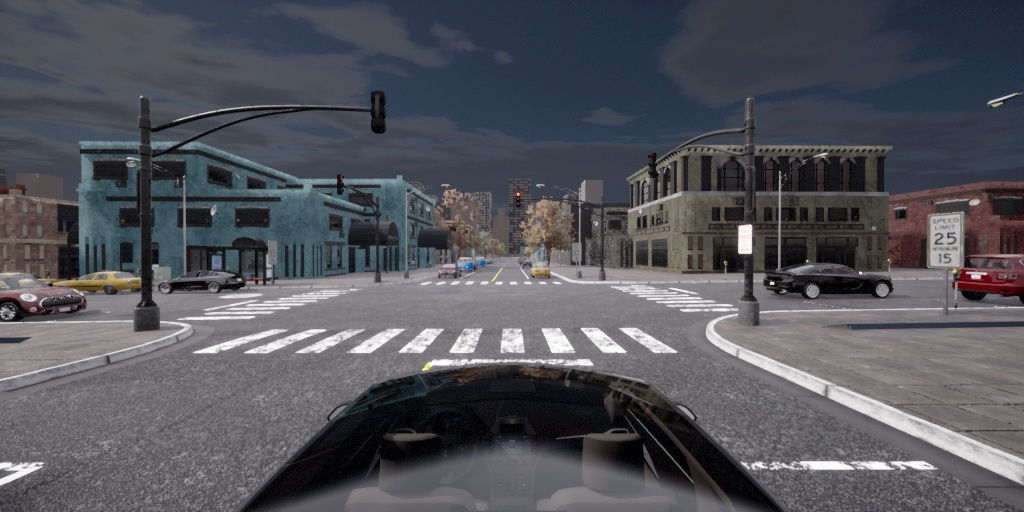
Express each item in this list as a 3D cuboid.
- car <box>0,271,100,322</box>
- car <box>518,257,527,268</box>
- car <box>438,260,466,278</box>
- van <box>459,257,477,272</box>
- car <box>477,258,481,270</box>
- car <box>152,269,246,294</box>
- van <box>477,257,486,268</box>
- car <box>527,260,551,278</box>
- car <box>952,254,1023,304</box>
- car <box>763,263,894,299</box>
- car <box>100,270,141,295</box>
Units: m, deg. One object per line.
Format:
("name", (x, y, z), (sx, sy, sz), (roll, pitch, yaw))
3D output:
("car", (-18.092, 1.423, 12.884), (4.097, 1.591, 1.967), (0, 0, -1))
("car", (2.573, 1.288, 61.191), (2.007, 1.370, 4.403), (0, 0, 0))
("car", (-5.751, 1.326, 33.442), (1.802, 1.307, 4.207), (0, 0, 0))
("van", (-5.773, 1.082, 44.534), (1.690, 1.789, 3.998), (0, 0, 0))
("car", (-5.785, 1.285, 50.081), (1.888, 1.381, 4.507), (0, 0, 0))
("car", (-18.228, 1.474, 21.230), (4.313, 1.339, 1.948), (0, 0, -1))
("van", (-5.808, 1.078, 61.174), (1.690, 1.789, 3.998), (0, 0, 0))
("car", (2.629, 1.269, 33.629), (1.751, 1.417, 4.829), (0, 0, 0))
("car", (19.924, 0.842, 13.609), (5.009, 1.841, 2.192), (0, 0, -1))
("car", (14.177, 1.050, 16.179), (5.008, 1.535, 1.882), (-1, 1, -1))
("car", (-24.051, 1.501, 21.114), (4.829, 1.417, 1.751), (0, 0, -1))
